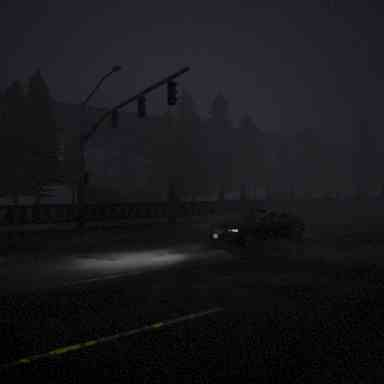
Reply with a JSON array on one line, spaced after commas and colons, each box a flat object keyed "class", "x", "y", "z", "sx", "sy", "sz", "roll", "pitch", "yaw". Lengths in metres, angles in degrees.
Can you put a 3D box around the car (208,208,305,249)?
[{"class": "car", "x": 2.937, "y": 1.491, "z": 14.671, "sx": 4.902, "sy": 1.511, "sz": 2.128, "roll": 0, "pitch": 0, "yaw": -35}]
